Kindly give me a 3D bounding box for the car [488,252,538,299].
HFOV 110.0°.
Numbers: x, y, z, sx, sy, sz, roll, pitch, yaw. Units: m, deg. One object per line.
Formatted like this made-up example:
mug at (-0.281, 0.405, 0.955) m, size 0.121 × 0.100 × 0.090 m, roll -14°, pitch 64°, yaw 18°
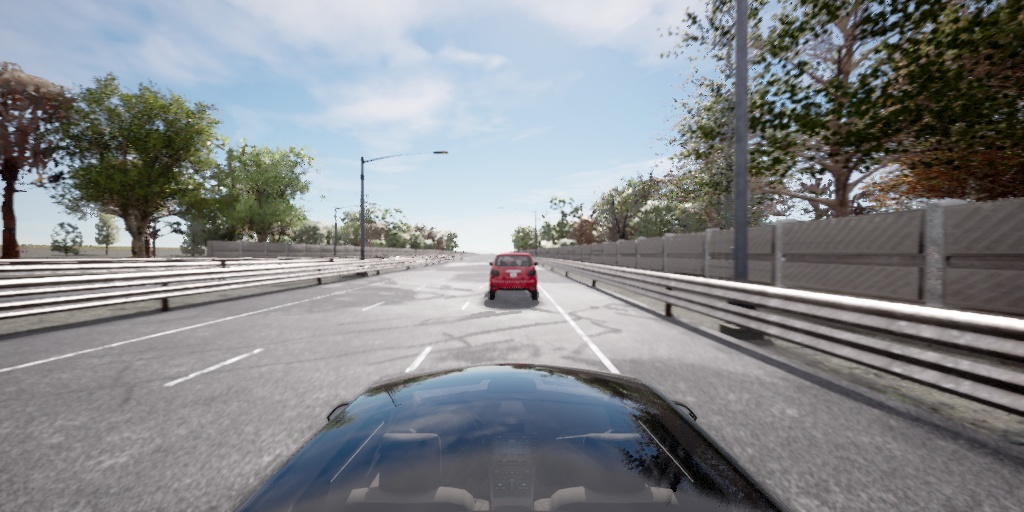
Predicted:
car at (0.045, 0.850, 17.409) m, size 2.150 × 2.045 × 5.566 m, roll 0°, pitch 0°, yaw 0°
